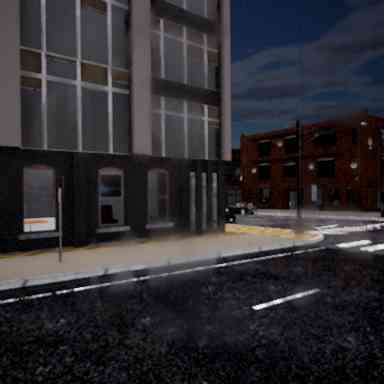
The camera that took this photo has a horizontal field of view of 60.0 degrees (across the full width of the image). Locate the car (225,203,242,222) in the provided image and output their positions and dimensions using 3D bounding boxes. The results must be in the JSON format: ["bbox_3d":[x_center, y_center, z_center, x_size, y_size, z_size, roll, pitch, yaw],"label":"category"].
[{"bbox_3d":[1.870,1.918,28.679,1.947,1.339,4.313,-2,0,-37],"label":"car"}]

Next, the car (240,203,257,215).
[{"bbox_3d":[5.500,1.896,38.271,2.008,1.369,4.403,-2,0,-37],"label":"car"}]
